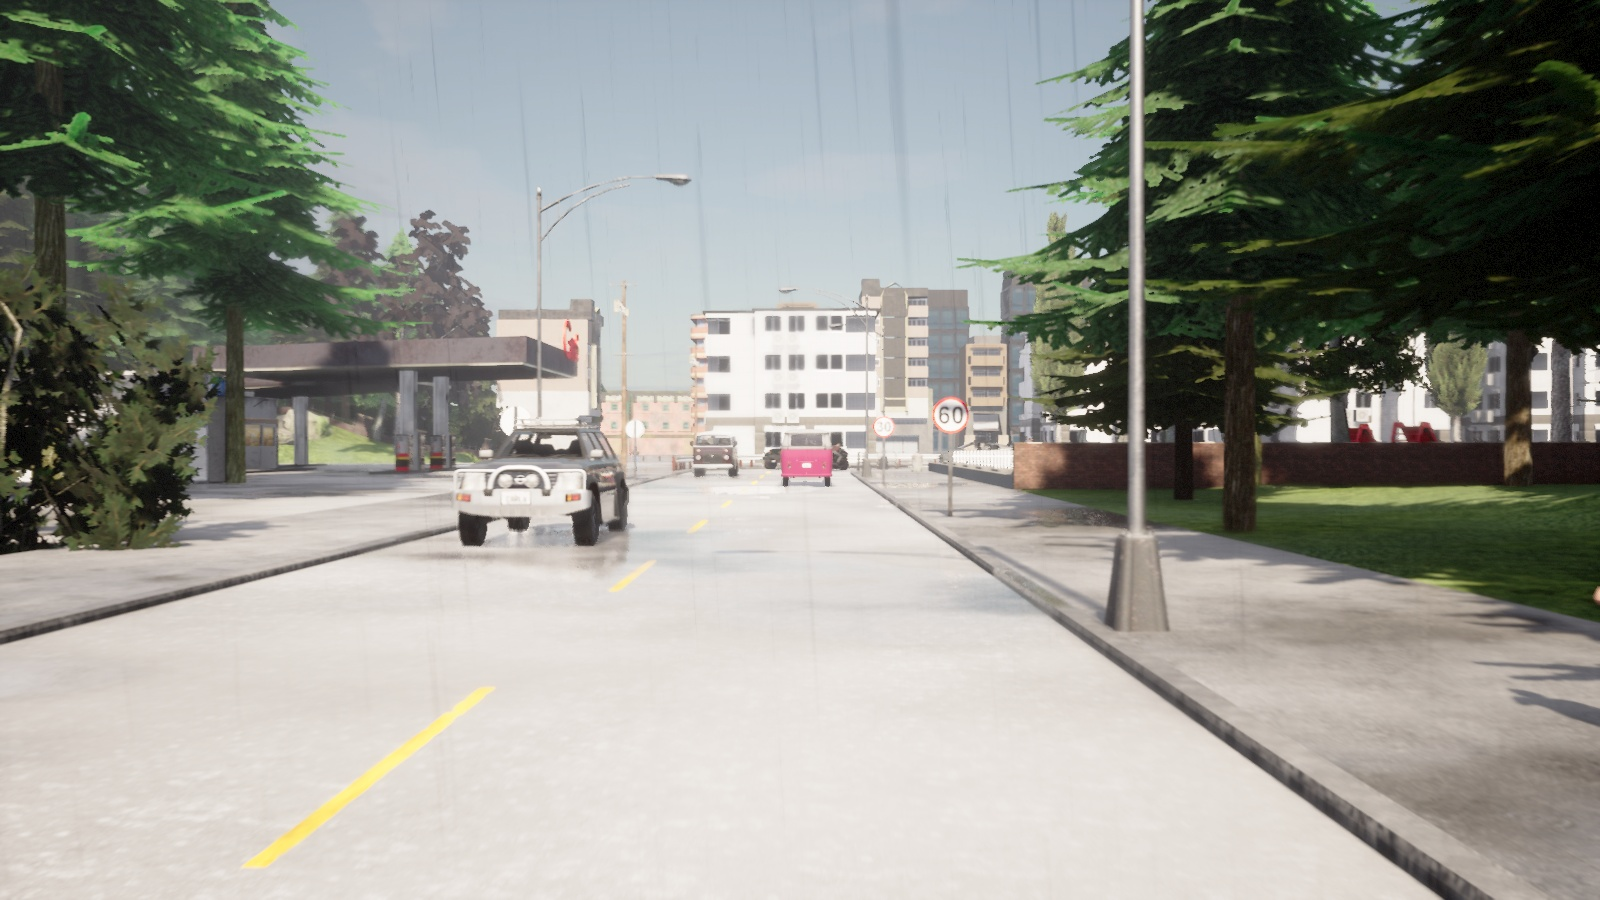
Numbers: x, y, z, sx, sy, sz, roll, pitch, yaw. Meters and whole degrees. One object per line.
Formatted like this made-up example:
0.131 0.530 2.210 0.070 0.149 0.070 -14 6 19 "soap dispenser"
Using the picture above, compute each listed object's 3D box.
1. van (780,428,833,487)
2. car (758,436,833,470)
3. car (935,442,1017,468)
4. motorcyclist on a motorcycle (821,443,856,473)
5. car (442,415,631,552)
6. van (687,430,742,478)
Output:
0.234 0.248 44.649 1.775 1.987 4.442 0 0 0 "van"
-0.223 0.152 69.678 3.866 1.878 1.905 0 0 -42 "car"
10.255 0.287 73.530 4.514 1.525 2.007 0 0 0 "car"
2.029 0.412 66.136 0.866 1.530 2.191 2 1 30 "motorcyclist on a motorcycle"
-3.877 0.452 19.302 1.932 1.855 4.605 0 0 0 "car"
-3.715 0.154 55.504 2.069 2.038 4.480 0 0 1 "van"
